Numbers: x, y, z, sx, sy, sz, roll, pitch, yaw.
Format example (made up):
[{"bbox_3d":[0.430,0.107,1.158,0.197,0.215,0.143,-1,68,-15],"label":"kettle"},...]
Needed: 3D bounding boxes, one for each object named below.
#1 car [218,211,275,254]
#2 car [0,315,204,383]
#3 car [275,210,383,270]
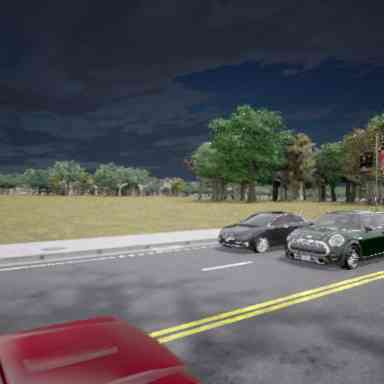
[{"bbox_3d":[3.304,1.590,14.026,4.892,1.490,1.837,1,0,-35],"label":"car"},{"bbox_3d":[-2.140,1.595,1.913,4.718,1.301,1.895,1,0,-35],"label":"car"},{"bbox_3d":[5.297,1.438,11.455,4.553,1.767,2.097,1,0,-36],"label":"car"}]
